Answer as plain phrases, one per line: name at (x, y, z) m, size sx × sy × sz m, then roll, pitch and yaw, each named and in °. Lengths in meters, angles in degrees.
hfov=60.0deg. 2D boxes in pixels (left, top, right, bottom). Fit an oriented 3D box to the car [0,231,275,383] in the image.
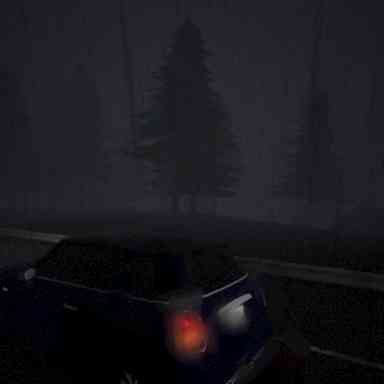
car at (-1.232, 1.368, 4.872) m, size 4.553 × 1.767 × 2.097 m, roll 0°, pitch 0°, yaw 35°
